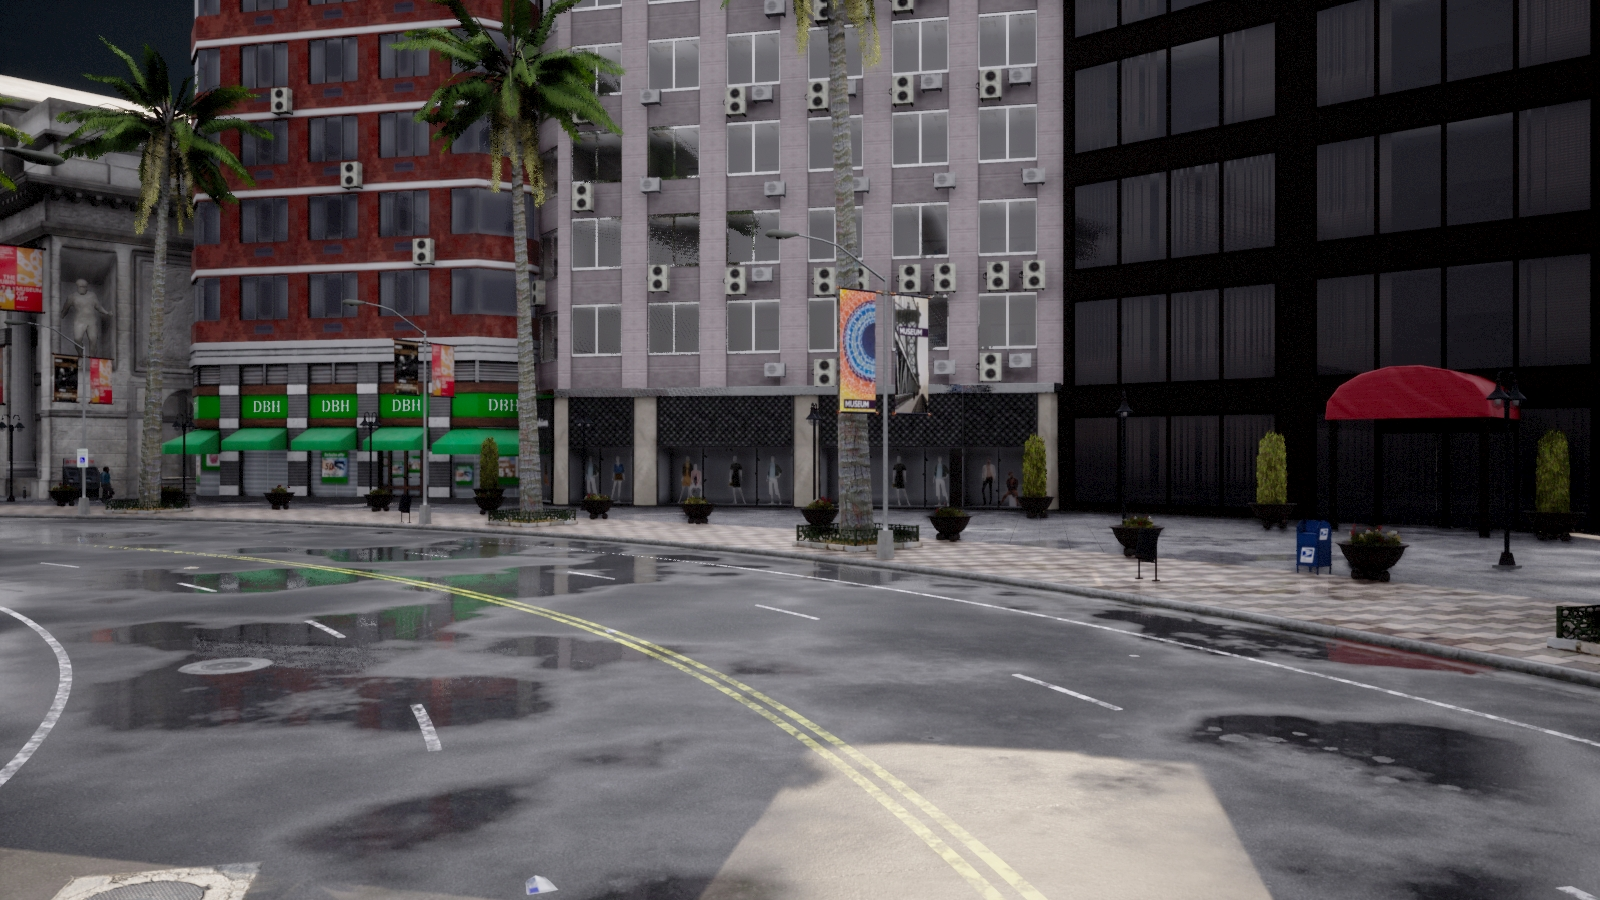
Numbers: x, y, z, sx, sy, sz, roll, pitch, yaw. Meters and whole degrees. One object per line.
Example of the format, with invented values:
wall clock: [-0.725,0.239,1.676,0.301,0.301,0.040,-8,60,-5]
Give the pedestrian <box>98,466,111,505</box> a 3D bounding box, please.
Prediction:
pedestrian: [-33.425,1.703,54.931,0.375,1.860,0.375,0,0,12]
